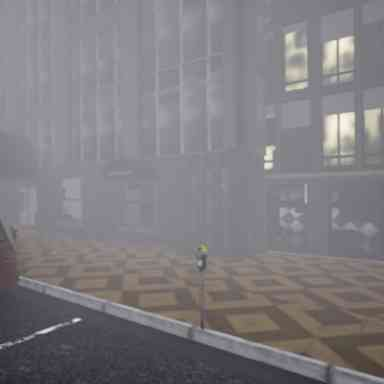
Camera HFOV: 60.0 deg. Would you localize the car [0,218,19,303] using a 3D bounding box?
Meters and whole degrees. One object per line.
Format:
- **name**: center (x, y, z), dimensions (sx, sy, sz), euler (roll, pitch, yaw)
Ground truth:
- **car**: center (-5.538, 1.318, 6.827), dimensions (5.009, 1.841, 2.192), euler (0, 0, 35)
